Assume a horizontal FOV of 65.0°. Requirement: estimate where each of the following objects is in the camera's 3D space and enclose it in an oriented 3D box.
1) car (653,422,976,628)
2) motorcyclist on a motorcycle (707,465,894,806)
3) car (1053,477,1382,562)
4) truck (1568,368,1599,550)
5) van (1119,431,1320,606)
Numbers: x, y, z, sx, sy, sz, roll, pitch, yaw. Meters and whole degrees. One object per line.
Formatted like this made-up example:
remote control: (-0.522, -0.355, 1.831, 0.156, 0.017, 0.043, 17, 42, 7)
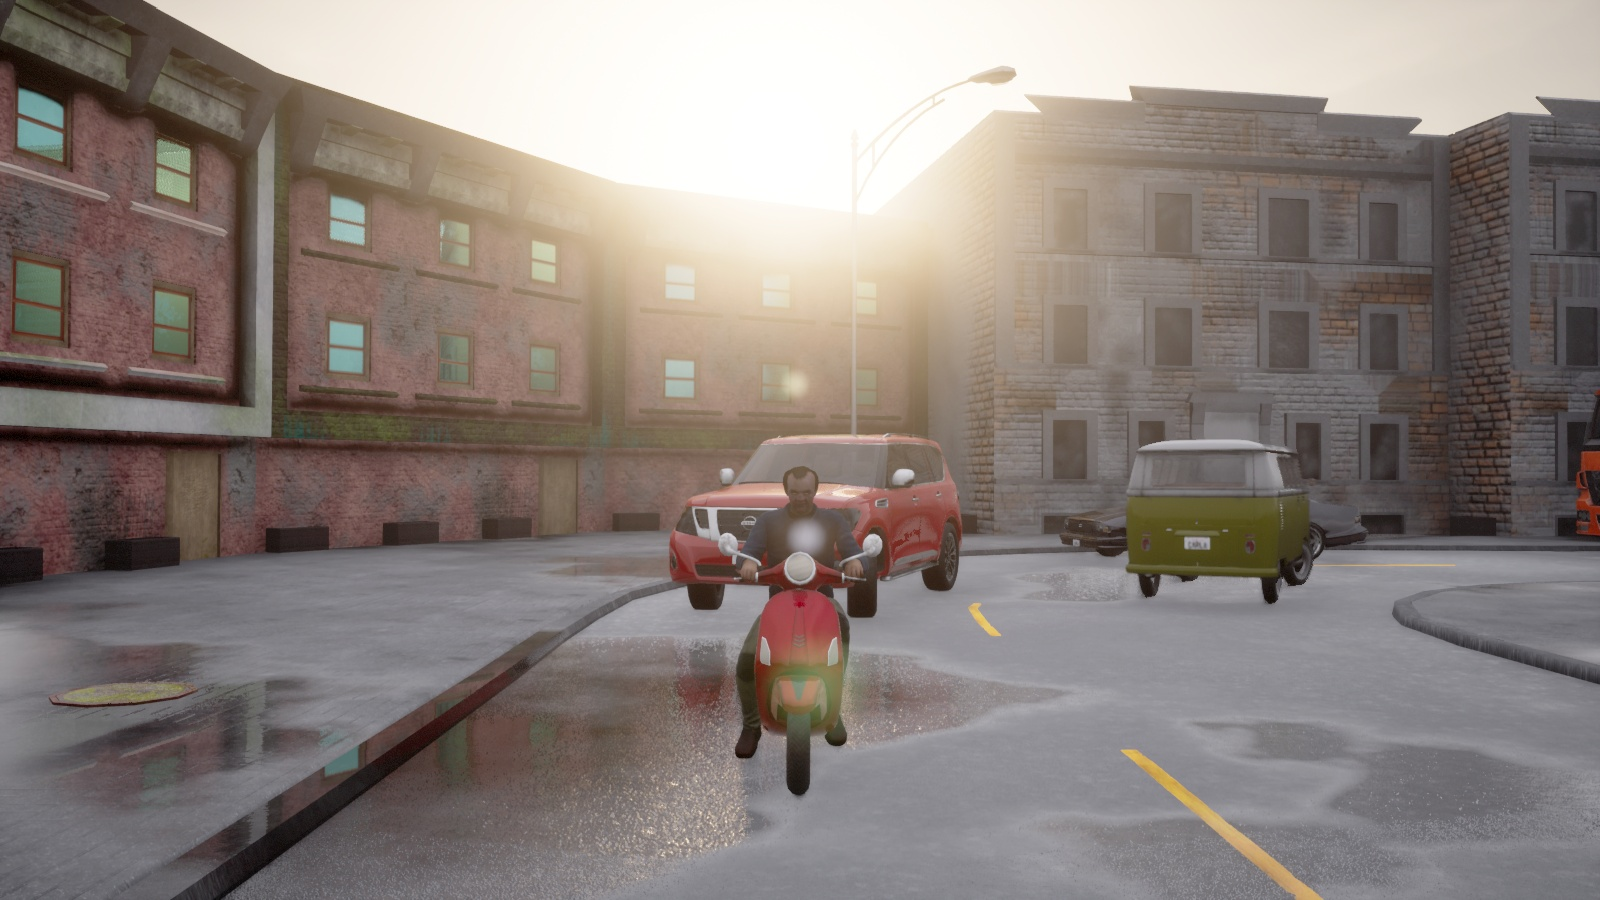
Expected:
car: (0.457, 0.792, 15.438, 2.150, 2.045, 5.566, -1, -1, 21)
motorcyclist on a motorcycle: (0.009, 0.882, 6.778, 0.866, 1.590, 1.817, 0, -1, 1)
car: (7.528, 1.216, 22.841, 5.357, 1.411, 2.033, 0, -1, -11)
truck: (19.178, 0.148, 23.393, 7.936, 3.462, 2.891, 0, -1, 0)
van: (5.692, 0.825, 16.685, 1.775, 1.987, 4.442, -1, -1, 28)
